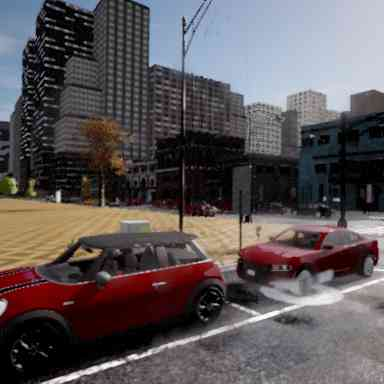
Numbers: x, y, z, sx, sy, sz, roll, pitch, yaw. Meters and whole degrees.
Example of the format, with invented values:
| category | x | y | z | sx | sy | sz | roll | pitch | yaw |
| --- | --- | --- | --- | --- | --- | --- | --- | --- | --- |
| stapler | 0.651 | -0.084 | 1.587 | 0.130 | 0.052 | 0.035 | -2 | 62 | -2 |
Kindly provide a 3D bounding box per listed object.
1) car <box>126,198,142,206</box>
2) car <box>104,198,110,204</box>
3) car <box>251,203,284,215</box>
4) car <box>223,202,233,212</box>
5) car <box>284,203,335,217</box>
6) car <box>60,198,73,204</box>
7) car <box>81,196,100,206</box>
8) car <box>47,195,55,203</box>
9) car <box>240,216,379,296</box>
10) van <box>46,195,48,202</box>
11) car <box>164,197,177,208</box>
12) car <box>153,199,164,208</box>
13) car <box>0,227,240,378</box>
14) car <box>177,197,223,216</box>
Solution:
| category | x | y | z | sx | sy | sz | roll | pitch | yaw |
| --- | --- | --- | --- | --- | --- | --- | --- | --- | --- |
| car | -11.282 | 1.849 | 64.690 | 1.967 | 1.590 | 4.097 | 1 | -1 | -35 |
| car | -20.864 | 2.017 | 78.517 | 1.752 | 1.417 | 4.829 | 1 | -1 | -35 |
| car | 8.398 | 1.811 | 36.517 | 1.947 | 1.339 | 4.313 | 1 | -1 | -35 |
| car | 5.276 | 1.853 | 41.020 | 1.802 | 1.307 | 4.206 | 1 | -1 | -35 |
| car | 11.521 | 1.769 | 32.011 | 2.008 | 1.369 | 4.403 | 1 | -1 | -35 |
| car | -27.654 | 1.914 | 73.603 | 1.947 | 1.339 | 4.313 | 1 | -1 | -35 |
| car | -18.072 | 1.791 | 59.775 | 1.752 | 1.417 | 4.829 | 1 | -1 | -35 |
| car | -33.881 | 1.928 | 82.588 | 1.752 | 1.417 | 4.829 | 1 | -1 | -35 |
| car | 3.157 | 1.566 | 8.758 | 4.507 | 1.381 | 1.887 | 0 | 1 | -35 |
| van | -37.139 | 1.772 | 87.292 | 1.690 | 1.788 | 3.998 | 1 | -1 | -35 |
| car | -1.727 | 1.644 | 51.053 | 2.192 | 1.841 | 5.009 | 1 | -1 | -35 |
| car | -4.917 | 1.796 | 55.596 | 1.967 | 1.590 | 4.097 | 1 | -1 | -35 |
| car | -1.438 | 1.446 | 5.478 | 4.097 | 1.590 | 1.967 | 0 | 1 | -35 |
| car | 0.696 | 1.543 | 32.469 | 1.967 | 1.590 | 4.097 | 1 | -1 | -35 |
